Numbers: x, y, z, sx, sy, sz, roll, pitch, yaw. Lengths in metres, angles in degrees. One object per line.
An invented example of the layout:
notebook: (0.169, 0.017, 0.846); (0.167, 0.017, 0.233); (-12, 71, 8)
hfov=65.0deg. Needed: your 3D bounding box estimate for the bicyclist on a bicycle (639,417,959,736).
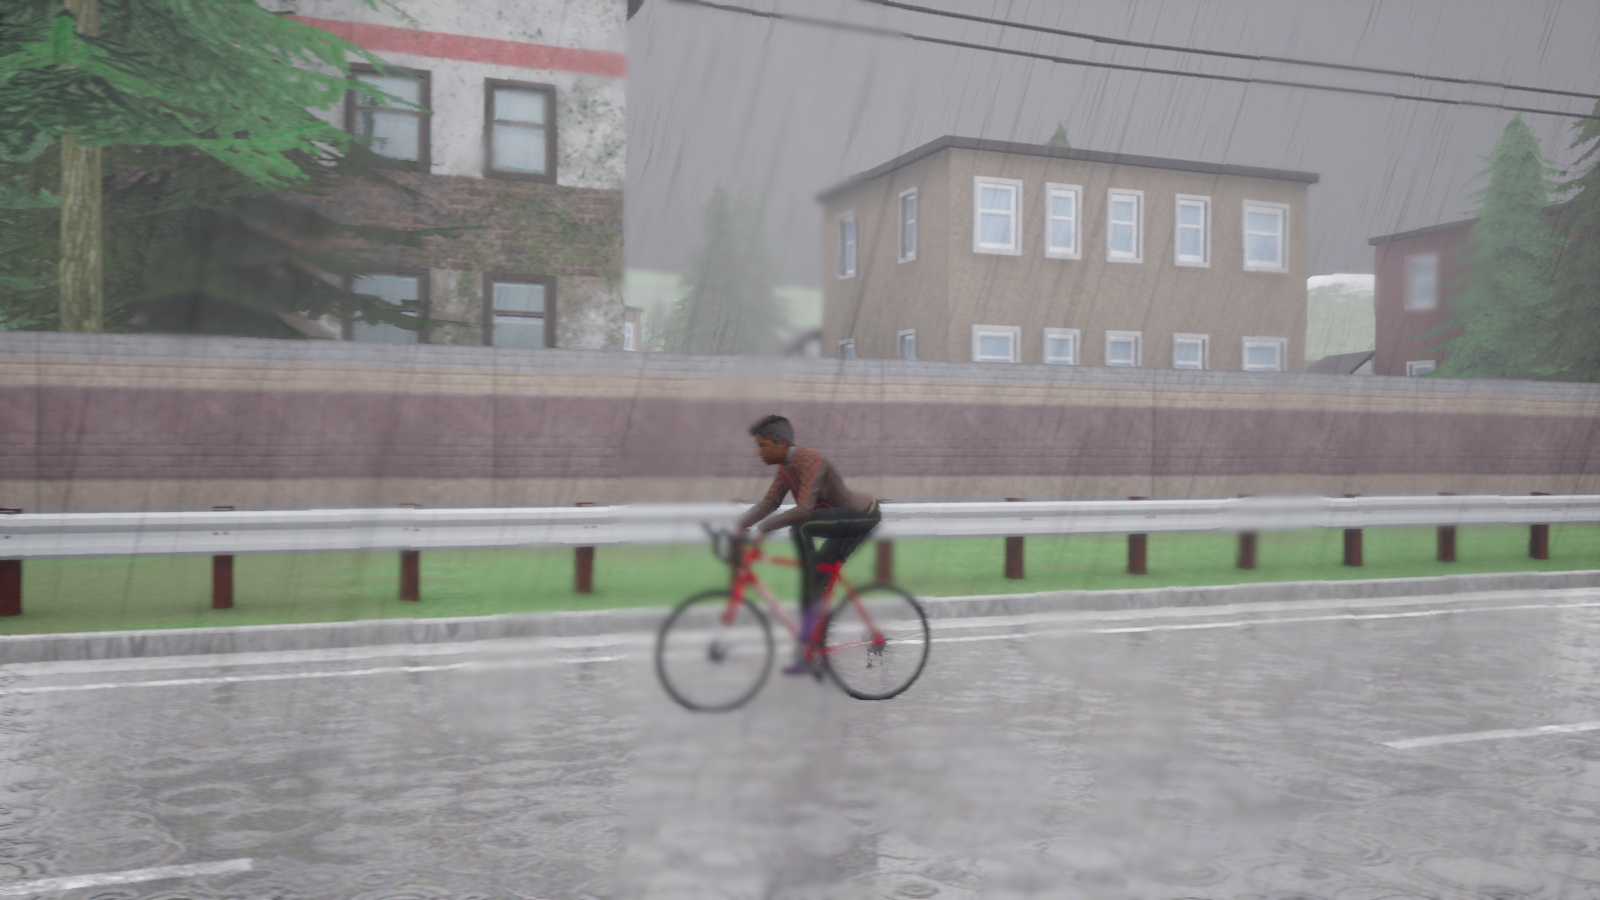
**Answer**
bicyclist on a bicycle: (0.001, 0.637, 6.983); (1.656, 1.620, 0.582); (-1, 1, -21)
